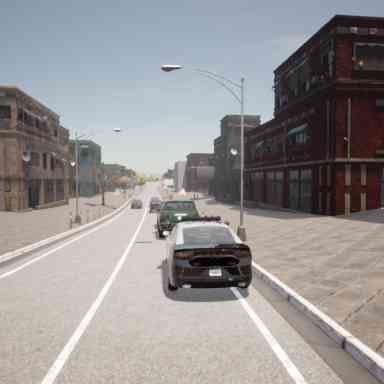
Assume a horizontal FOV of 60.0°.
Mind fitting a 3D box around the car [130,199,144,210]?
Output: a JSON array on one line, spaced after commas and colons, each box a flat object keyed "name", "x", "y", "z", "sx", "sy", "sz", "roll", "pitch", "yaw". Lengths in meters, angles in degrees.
[{"name": "car", "x": -8.747, "y": 1.932, "z": 52.770, "sx": 1.837, "sy": 1.490, "sz": 4.892, "roll": 0, "pitch": 1, "yaw": -7}]

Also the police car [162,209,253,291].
[{"name": "police car", "x": 0.230, "y": 1.479, "z": 9.381, "sx": 1.930, "sy": 1.638, "sz": 5.238, "roll": 0, "pitch": -1, "yaw": -6}]

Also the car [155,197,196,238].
[{"name": "car", "x": -0.874, "y": 1.466, "z": 19.318, "sx": 2.150, "sy": 2.045, "sz": 5.566, "roll": 0, "pitch": -1, "yaw": -7}]

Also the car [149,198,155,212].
[{"name": "car", "x": -4.950, "y": 1.997, "z": 46.295, "sx": 1.837, "sy": 1.490, "sz": 4.892, "roll": 0, "pitch": -1, "yaw": -7}]

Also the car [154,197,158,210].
[{"name": "car", "x": -1.578, "y": 1.622, "z": 25.287, "sx": 2.150, "sy": 2.045, "sz": 5.566, "roll": 0, "pitch": -1, "yaw": -7}]
